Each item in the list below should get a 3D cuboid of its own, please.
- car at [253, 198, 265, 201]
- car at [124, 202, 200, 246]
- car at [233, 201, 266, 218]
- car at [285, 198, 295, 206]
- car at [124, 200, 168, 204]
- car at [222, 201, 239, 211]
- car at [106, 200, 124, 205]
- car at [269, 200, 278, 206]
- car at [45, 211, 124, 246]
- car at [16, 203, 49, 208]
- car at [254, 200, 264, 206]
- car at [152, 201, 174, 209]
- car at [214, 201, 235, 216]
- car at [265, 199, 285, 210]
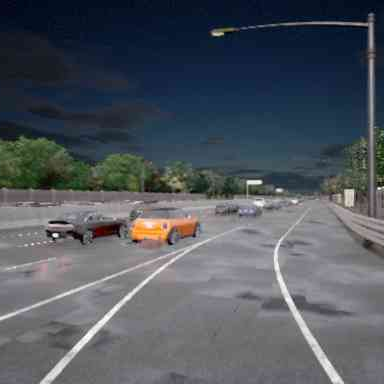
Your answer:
[{"bbox_3d":[12.922,2.155,63.470,2.150,2.045,5.566,0,-1,21],"label":"car"},{"bbox_3d":[-1.174,1.571,16.911,2.097,1.767,4.553,0,-1,21],"label":"car"},{"bbox_3d":[6.476,2.074,36.758,2.033,1.411,5.357,0,-1,21],"label":"car"},{"bbox_3d":[23.396,2.769,81.256,2.128,1.511,4.902,0,-1,21],"label":"car"},{"bbox_3d":[-3.732,1.746,29.731,2.097,1.767,4.553,0,-1,21],"label":"car"},{"bbox_3d":[6.613,2.339,56.736,1.812,1.442,4.674,0,-1,21],"label":"car"},{"bbox_3d":[-11.155,2.007,49.600,2.097,1.767,4.553,0,-1,21],"label":"car"},{"bbox_3d":[20.428,2.789,83.302,1.812,1.442,4.674,0,-1,21],"label":"car"},{"bbox_3d":[-5.032,1.696,16.630,2.128,1.511,4.902,0,-1,21],"label":"car"},{"bbox_3d":[-16.936,1.929,34.644,1.837,1.490,4.892,0,-1,21],"label":"car"},{"bbox_3d":[16.865,2.759,83.774,1.837,1.490,4.892,0,-1,21],"label":"car"},{"bbox_3d":[-5.502,2.428,64.270,2.033,1.411,5.357,0,-1,21],"label":"car"},{"bbox_3d":[4.126,2.063,40.411,2.128,1.511,4.902,0,-1,21],"label":"car"},{"bbox_3d":[14.352,2.396,57.391,2.033,1.411,5.357,0,-1,21],"label":"car"}]
